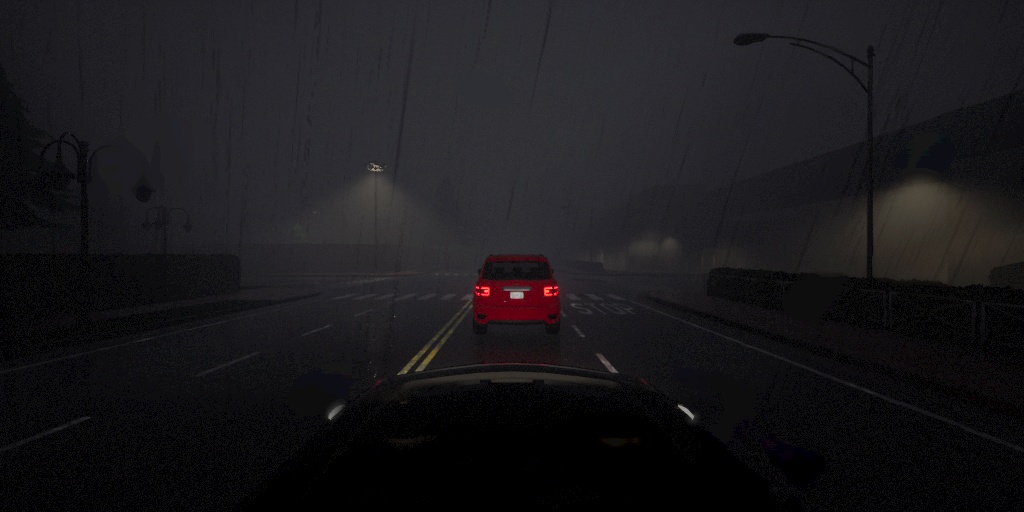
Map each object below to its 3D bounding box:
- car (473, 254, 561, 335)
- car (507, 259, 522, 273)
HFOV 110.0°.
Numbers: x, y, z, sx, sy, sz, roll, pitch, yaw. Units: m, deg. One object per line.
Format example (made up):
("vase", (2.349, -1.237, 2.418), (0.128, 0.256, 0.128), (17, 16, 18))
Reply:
("car", (0.113, 0.971, 10.698), (2.150, 2.045, 5.566), (0, 0, 0))
("car", (0.317, 1.223, 45.553), (1.882, 1.535, 5.008), (0, 0, 1))
